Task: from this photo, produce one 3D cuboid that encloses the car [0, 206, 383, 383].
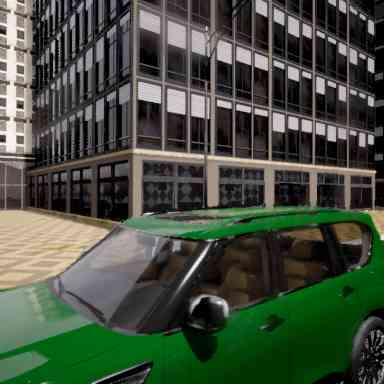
[{"bbox_3d":[0.090,1.221,3.468,5.566,2.045,2.150,0,0,-37],"label":"car"}]
